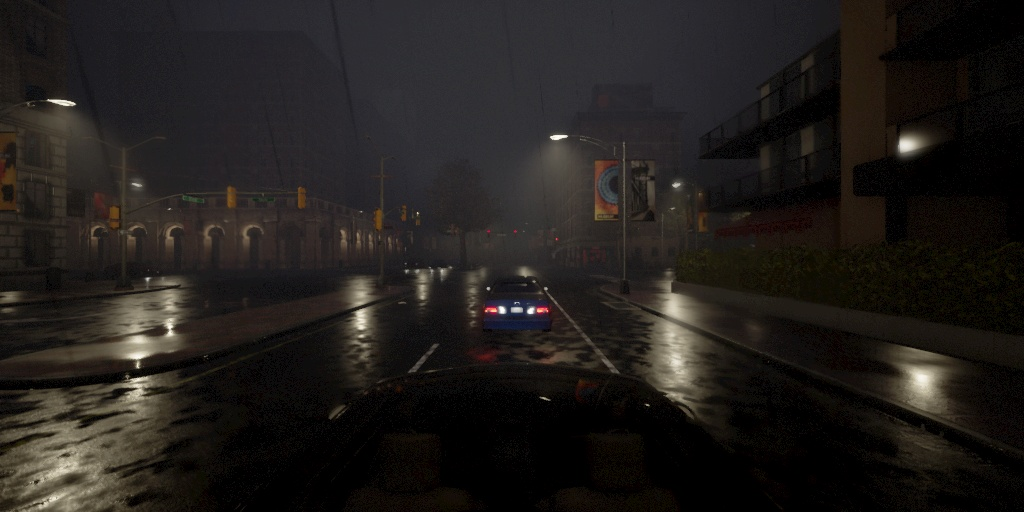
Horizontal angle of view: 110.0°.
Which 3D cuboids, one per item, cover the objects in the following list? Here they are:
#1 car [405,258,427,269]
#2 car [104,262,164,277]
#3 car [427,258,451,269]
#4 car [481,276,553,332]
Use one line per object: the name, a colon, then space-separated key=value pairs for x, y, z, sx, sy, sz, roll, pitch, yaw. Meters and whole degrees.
car: x=-14.747 y=1.102 z=54.735 sx=2.097 sy=1.767 sz=4.553 roll=0 pitch=0 yaw=3
car: x=-36.561 y=1.275 z=34.666 sx=4.674 sy=1.442 sz=1.812 roll=0 pitch=0 yaw=0
car: x=-11.089 y=1.275 z=54.627 sx=1.812 sy=1.442 sz=4.674 roll=0 pitch=0 yaw=1
car: x=0.150 y=1.297 z=10.819 sx=2.033 sy=1.411 sz=5.357 roll=0 pitch=0 yaw=1
